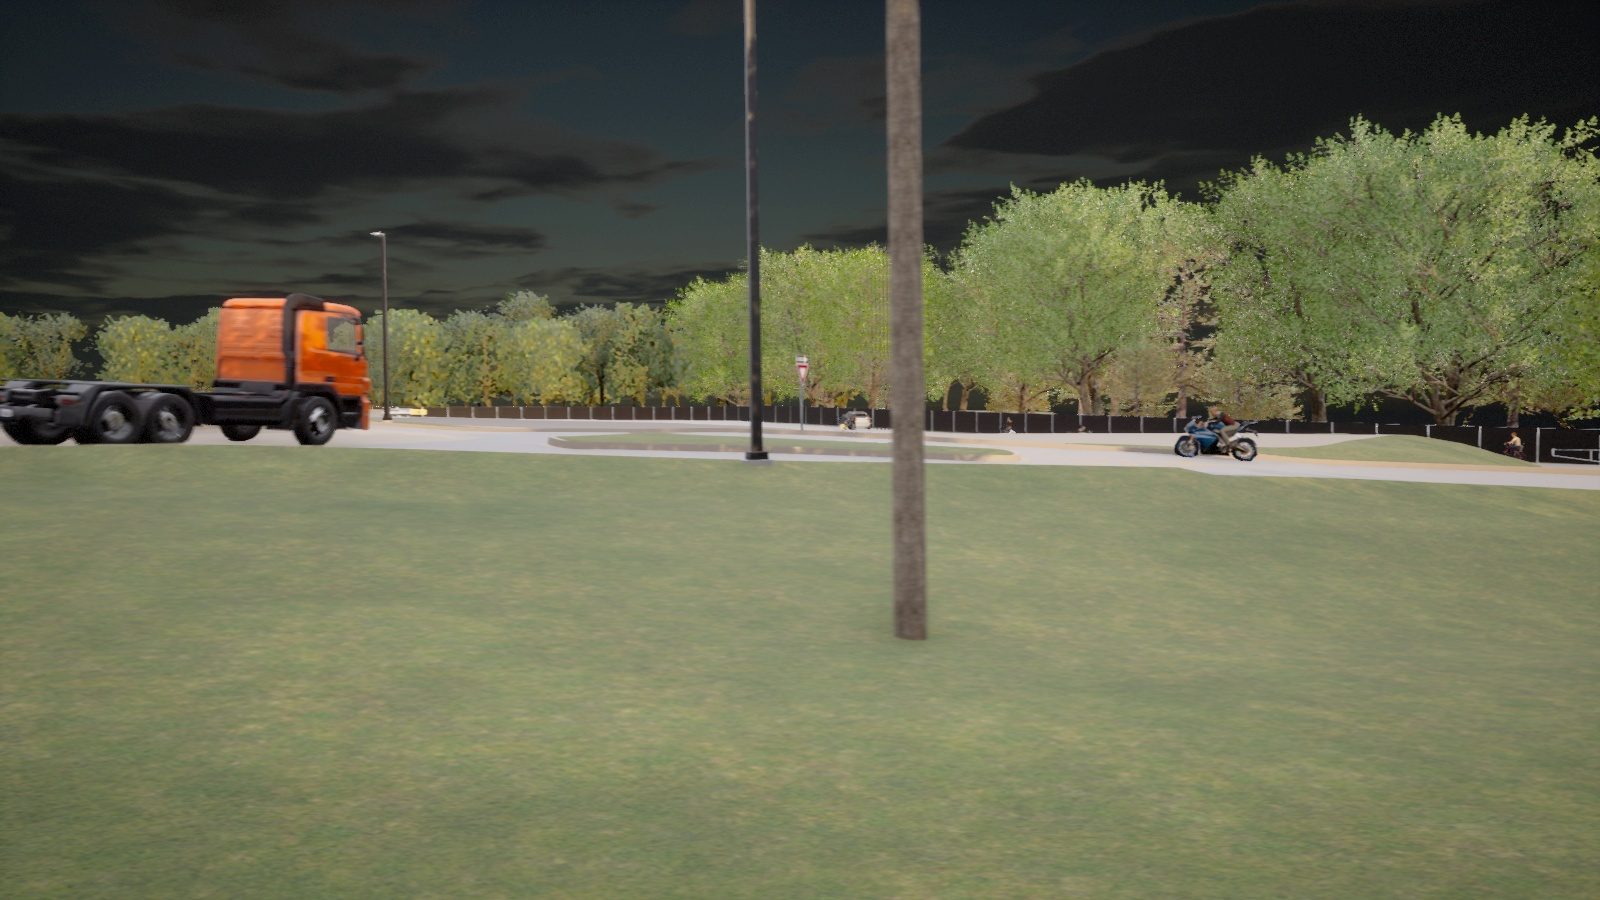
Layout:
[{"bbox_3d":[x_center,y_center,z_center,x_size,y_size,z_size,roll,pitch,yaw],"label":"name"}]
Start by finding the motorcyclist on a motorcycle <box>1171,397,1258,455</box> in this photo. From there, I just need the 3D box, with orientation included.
[{"bbox_3d":[11.664,-0.694,35.400,2.191,1.530,0.866,2,3,13],"label":"motorcyclist on a motorcycle"}]

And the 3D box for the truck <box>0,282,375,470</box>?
[{"bbox_3d":[-13.282,-1.529,27.298,2.891,3.462,7.936,2,3,26],"label":"truck"}]
